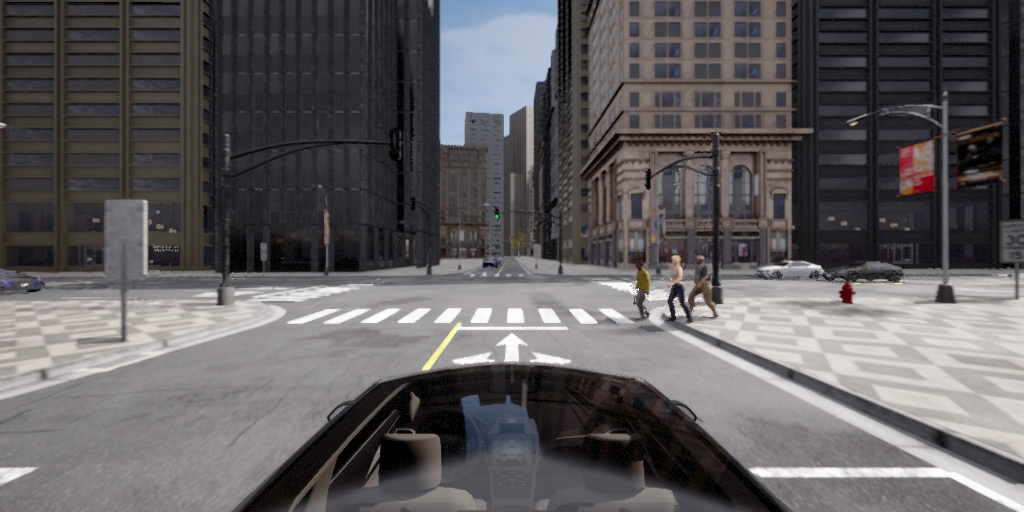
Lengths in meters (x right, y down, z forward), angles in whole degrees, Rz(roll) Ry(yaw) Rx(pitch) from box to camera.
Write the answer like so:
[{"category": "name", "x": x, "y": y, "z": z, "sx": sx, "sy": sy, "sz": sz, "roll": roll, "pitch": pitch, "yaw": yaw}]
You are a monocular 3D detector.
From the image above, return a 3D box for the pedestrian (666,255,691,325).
[{"category": "pedestrian", "x": 4.401, "y": 0.858, "z": 9.522, "sx": 0.375, "sy": 1.860, "sz": 0.375, "roll": 0, "pitch": 0, "yaw": 0}]

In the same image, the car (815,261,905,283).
[{"category": "car", "x": 24.133, "y": 1.068, "z": 24.684, "sx": 4.674, "sy": 1.442, "sz": 1.812, "roll": 0, "pitch": 0, "yaw": 0}]

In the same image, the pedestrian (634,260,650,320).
[{"category": "pedestrian", "x": 3.886, "y": 0.987, "z": 10.723, "sx": 0.375, "sy": 1.860, "sz": 0.375, "roll": 0, "pitch": 0, "yaw": 0}]

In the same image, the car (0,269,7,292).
[{"category": "car", "x": -5.857, "y": 1.070, "z": 0.861, "sx": 2.192, "sy": 1.841, "sz": 5.009, "roll": 0, "pitch": 0, "yaw": 0}]

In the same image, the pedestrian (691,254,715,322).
[{"category": "pedestrian", "x": 5.348, "y": 0.837, "z": 10.122, "sx": 0.375, "sy": 1.860, "sz": 0.375, "roll": 0, "pitch": 0, "yaw": 0}]

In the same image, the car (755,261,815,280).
[{"category": "car", "x": 21.560, "y": 1.078, "z": 27.934, "sx": 4.674, "sy": 1.442, "sz": 1.812, "roll": 0, "pitch": 0, "yaw": 0}]

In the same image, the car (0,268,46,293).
[{"category": "car", "x": -26.419, "y": 1.266, "z": 17.971, "sx": 4.181, "sy": 1.385, "sz": 1.994, "roll": 0, "pitch": 0, "yaw": 0}]

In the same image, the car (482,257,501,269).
[{"category": "car", "x": -3.003, "y": 0.857, "z": 50.079, "sx": 2.097, "sy": 1.767, "sz": 4.553, "roll": 0, "pitch": 0, "yaw": 0}]
